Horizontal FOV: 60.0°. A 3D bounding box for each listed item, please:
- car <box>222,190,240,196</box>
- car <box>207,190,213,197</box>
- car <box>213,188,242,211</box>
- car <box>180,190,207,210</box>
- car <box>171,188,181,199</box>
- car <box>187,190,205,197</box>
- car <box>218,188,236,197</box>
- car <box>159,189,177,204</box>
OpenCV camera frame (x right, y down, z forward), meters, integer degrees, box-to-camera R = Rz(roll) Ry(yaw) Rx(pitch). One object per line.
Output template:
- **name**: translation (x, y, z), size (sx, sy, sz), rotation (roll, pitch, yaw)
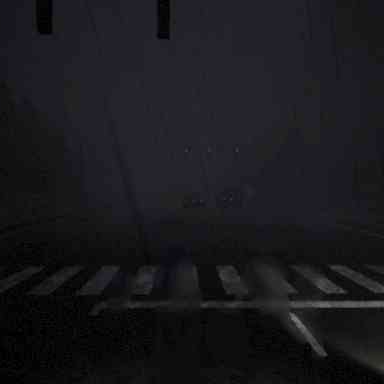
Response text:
- **car**: translation (10.066, 0.246, 85.234), size (2.128, 1.511, 4.902), rotation (1, 1, 44)
- **car**: translation (4.280, 0.378, 76.814), size (1.812, 1.442, 4.674), rotation (0, 1, 30)
- **car**: translation (3.636, 0.747, 33.315), size (2.150, 2.045, 5.566), rotation (0, 1, 0)
- **car**: translation (0.131, 0.856, 33.955), size (2.097, 1.767, 4.553), rotation (0, 1, 0)
- **car**: translation (-3.176, 0.279, 63.107), size (2.150, 2.045, 5.566), rotation (0, 1, 5)
- **car**: translation (0.983, 0.374, 78.084), size (2.033, 1.411, 5.357), rotation (0, 1, 26)
- **car**: translation (8.144, 0.082, 76.639), size (2.150, 2.045, 5.566), rotation (0, 1, 30)
- **car**: translation (-3.543, 0.785, 46.362), size (1.882, 1.535, 5.008), rotation (0, 1, 0)
